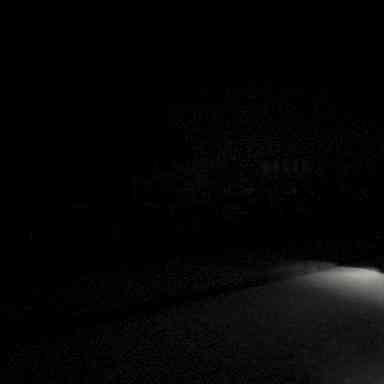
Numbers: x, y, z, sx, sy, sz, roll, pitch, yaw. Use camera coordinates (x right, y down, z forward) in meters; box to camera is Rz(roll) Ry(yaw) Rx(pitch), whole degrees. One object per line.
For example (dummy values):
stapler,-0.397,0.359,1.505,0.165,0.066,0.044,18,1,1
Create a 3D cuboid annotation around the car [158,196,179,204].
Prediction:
car,-4.050,1.437,53.751,1.837,1.490,4.892,0,0,-35
